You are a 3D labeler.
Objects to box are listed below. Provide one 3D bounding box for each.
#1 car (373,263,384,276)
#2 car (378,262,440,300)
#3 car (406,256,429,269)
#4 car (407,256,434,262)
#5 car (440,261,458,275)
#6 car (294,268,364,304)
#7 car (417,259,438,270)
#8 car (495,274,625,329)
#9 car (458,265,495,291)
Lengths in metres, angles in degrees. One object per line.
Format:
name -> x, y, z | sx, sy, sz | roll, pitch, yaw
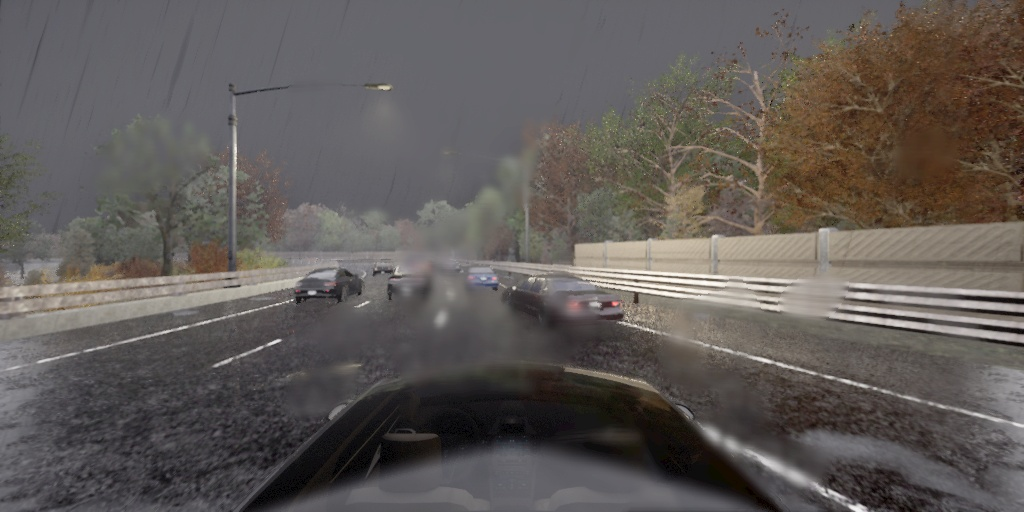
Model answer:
car -> -13.651, 1.340, 37.812 | 1.895, 1.301, 4.718 | 0, 0, -20
car -> -4.866, 1.236, 17.682 | 2.128, 1.511, 4.902 | 0, 0, -9
car -> -15.308, 0.952, 57.733 | 2.150, 2.045, 5.566 | 0, 0, -31
car -> -9.244, 1.090, 35.638 | 2.097, 1.767, 4.553 | 0, 0, -18
car -> -6.977, 1.283, 39.678 | 2.033, 1.411, 5.357 | 0, 0, -20
car -> -8.179, 1.272, 16.333 | 1.812, 1.442, 4.674 | 0, 0, -8
car -> -12.312, 1.235, 51.888 | 1.837, 1.490, 4.892 | 0, -1, -27
car -> 1.296, 1.292, 11.398 | 2.033, 1.411, 5.357 | 0, 0, -19
car -> -1.990, 1.289, 21.876 | 2.033, 1.411, 5.357 | 0, 0, -10
